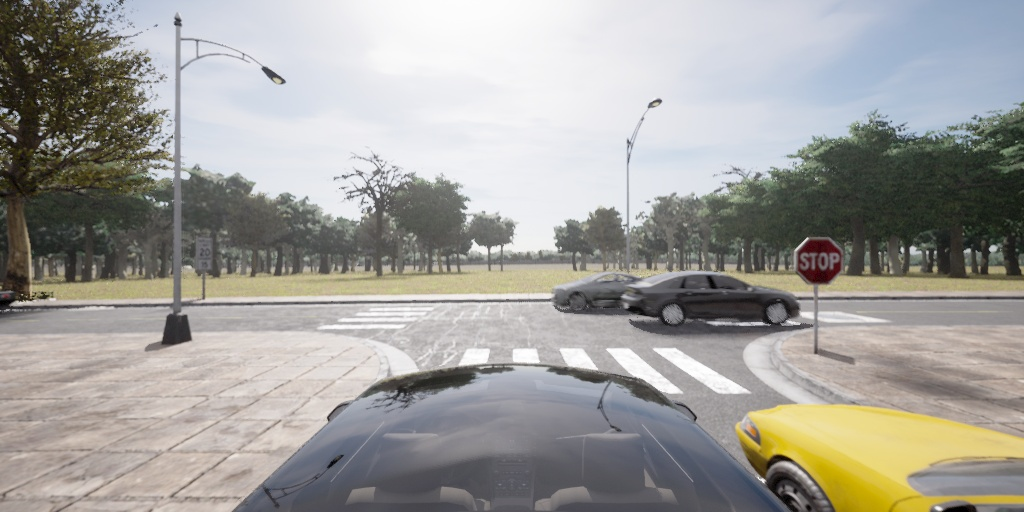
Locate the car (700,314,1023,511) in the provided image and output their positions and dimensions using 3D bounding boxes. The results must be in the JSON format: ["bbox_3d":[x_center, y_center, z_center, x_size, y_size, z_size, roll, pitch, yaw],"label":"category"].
[{"bbox_3d":[2.634,1.271,0.899,1.751,1.417,4.829,0,0,0],"label":"car"}]

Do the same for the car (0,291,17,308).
[{"bbox_3d":[-22.900,1.725,14.019,4.718,1.301,1.895,-1,0,0],"label":"car"}]

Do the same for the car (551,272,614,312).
[{"bbox_3d":[3.608,1.307,13.811,4.181,1.385,1.994,-1,0,0],"label":"car"}]

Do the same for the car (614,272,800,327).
[{"bbox_3d":[5.871,1.224,10.838,4.892,1.490,1.837,-1,0,0],"label":"car"}]
